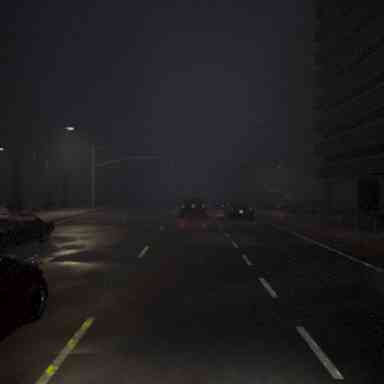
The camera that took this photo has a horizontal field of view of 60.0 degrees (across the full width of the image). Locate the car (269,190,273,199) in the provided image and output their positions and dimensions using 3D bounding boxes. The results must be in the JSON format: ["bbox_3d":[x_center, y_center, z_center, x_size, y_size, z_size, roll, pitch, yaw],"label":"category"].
[{"bbox_3d":[24.204,0.574,91.053,4.605,1.855,1.932,0,0,0],"label":"car"}]

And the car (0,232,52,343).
[{"bbox_3d":[-3.582,1.533,4.311,1.994,1.385,4.181,0,0,0],"label":"car"}]

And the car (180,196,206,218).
[{"bbox_3d":[0.087,1.156,28.205,2.097,1.767,4.553,0,1,0],"label":"car"}]

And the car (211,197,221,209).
[{"bbox_3d":[3.414,1.318,40.595,1.895,1.301,4.718,0,0,-1],"label":"car"}]

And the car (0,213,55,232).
[{"bbox_3d":[-7.046,1.512,12.579,1.895,1.301,4.718,0,0,0],"label":"car"}]

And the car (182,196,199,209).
[{"bbox_3d":[-0.244,1.239,41.435,1.812,1.442,4.674,0,0,-3],"label":"car"}]

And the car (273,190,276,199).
[{"bbox_3d":[24.269,0.804,88.372,3.905,1.438,1.784,0,0,0],"label":"car"}]

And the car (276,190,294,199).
[{"bbox_3d":[24.284,0.855,85.477,3.806,1.475,1.970,0,0,0],"label":"car"}]

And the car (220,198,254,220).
[{"bbox_3d":[3.570,1.381,25.991,1.994,1.385,4.181,0,0,0],"label":"car"}]
